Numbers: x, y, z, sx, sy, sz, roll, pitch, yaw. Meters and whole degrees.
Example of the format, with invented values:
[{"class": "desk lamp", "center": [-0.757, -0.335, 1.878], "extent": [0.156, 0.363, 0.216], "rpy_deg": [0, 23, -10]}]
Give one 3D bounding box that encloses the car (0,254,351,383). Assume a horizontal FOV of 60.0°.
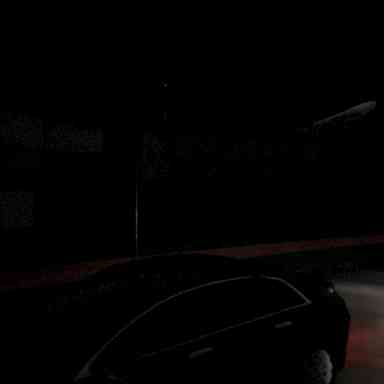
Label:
[{"class": "car", "center": [-0.354, 1.512, 3.451], "extent": [4.892, 1.490, 1.837], "rpy_deg": [1, 0, -33]}]
